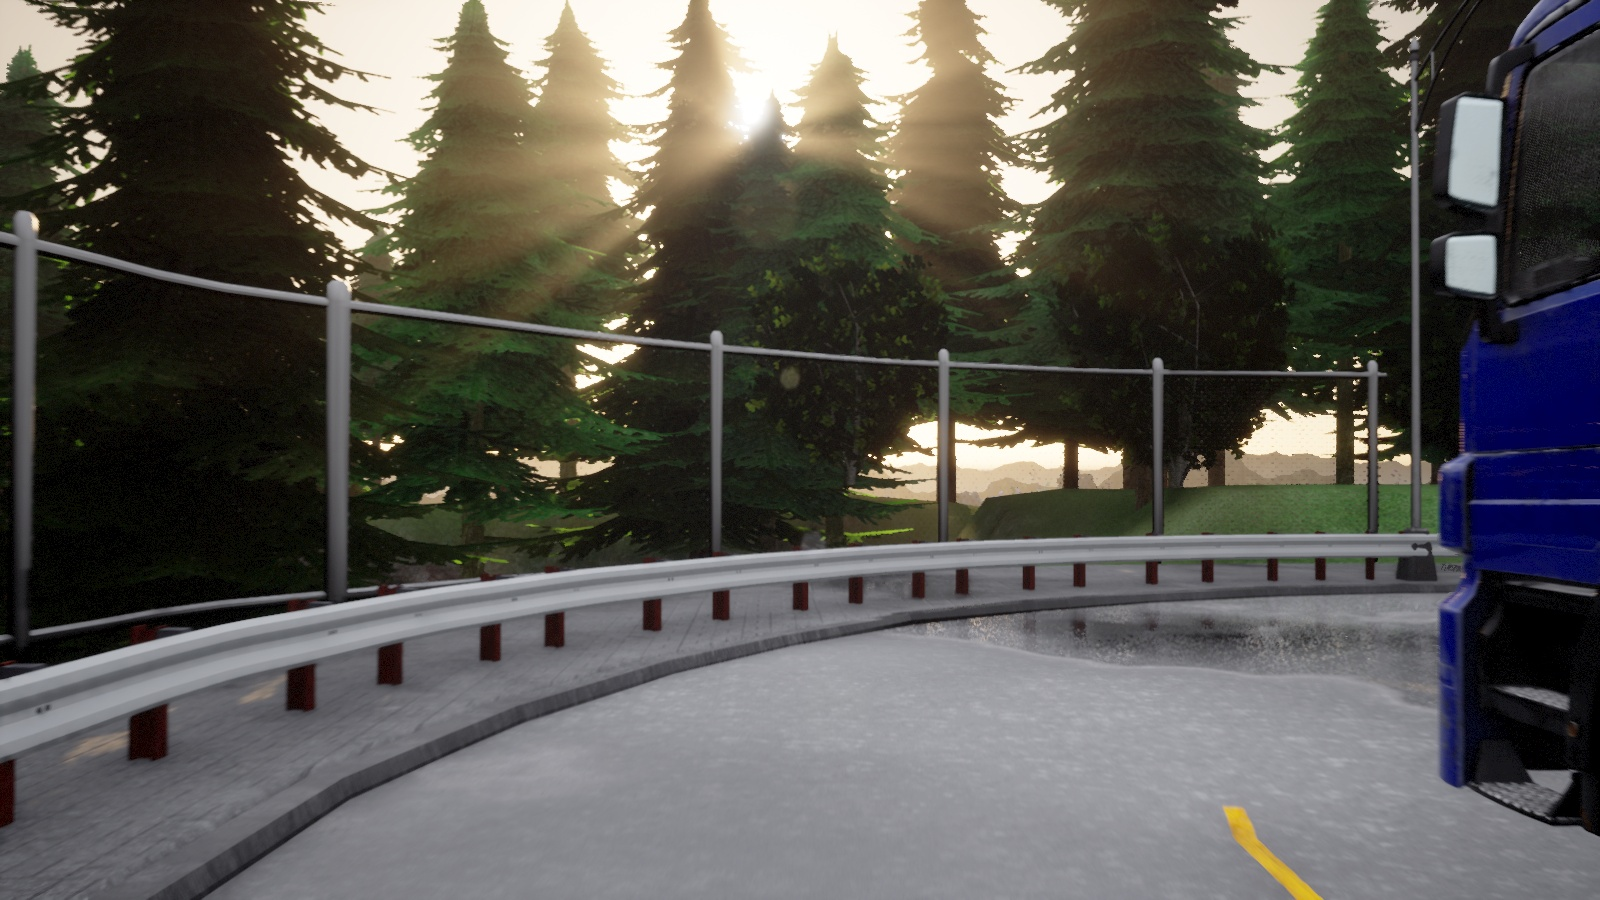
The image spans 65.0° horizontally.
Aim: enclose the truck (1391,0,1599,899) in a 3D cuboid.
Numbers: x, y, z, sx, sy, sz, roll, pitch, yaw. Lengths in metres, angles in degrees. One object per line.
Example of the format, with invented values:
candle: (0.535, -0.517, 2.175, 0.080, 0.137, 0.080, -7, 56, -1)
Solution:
truck: (3.943, -0.163, 1.160, 2.891, 3.462, 7.936, 0, -1, -1)
